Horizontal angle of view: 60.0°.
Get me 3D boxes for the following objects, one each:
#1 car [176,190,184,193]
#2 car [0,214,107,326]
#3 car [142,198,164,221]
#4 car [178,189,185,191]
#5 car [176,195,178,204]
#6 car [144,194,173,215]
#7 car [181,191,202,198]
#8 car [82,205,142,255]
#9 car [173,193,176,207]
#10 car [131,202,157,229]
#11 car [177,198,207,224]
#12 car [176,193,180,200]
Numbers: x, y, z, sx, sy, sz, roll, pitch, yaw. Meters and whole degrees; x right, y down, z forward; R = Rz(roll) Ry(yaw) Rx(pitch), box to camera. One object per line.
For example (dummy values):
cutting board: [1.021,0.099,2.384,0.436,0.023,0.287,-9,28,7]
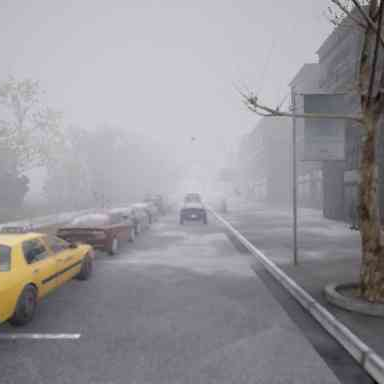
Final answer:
car: [-3.621,1.006,77.404,2.185,1.767,4.553,2,2,2]
car: [-3.643,1.499,7.074,1.946,1.575,5.366,0,0,2]
car: [-3.649,1.494,24.553,2.097,1.535,5.008,0,0,2]
car: [-3.623,0.718,88.422,1.946,1.575,5.366,1,3,2]
car: [-3.658,1.503,46.764,2.163,1.488,4.792,-1,1,2]
car: [-3.647,1.214,33.505,2.435,2.045,5.566,0,0,2]
car: [0.104,1.190,43.013,2.150,2.045,5.566,0,0,0]
car: [-3.650,1.514,13.455,2.097,1.535,5.008,0,0,2]
car: [-3.649,1.334,41.159,2.185,1.767,4.553,0,1,2]
car: [-3.649,1.515,19.011,2.231,1.521,4.892,0,0,2]
car: [0.102,1.472,24.991,1.882,1.535,5.008,0,0,0]
car: [-3.639,1.408,58.011,1.946,1.575,5.366,0,1,2]
